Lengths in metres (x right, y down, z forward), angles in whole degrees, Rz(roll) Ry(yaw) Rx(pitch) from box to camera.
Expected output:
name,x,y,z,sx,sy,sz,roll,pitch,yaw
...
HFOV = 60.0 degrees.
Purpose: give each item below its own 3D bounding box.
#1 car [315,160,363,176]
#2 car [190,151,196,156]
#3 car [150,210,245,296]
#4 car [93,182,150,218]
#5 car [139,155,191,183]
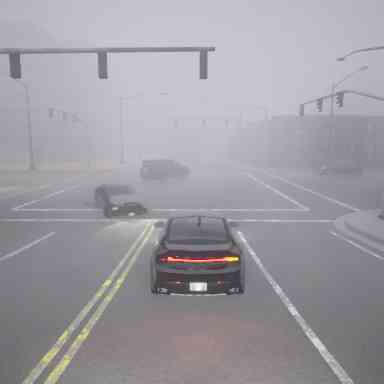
name,x,y,z,sx,sy,sz,roll,pitch,yaw
car,15.666,-2.657,35.555,4.553,1.767,2.097,0,8,0
car,0.284,-10.453,89.592,2.033,1.411,5.357,0,8,0
car,0.115,1.200,8.071,1.837,1.490,4.892,0,4,0
car,-3.837,0.263,17.228,2.033,1.411,5.357,-4,9,-26
car,-2.483,-2.029,30.471,2.150,2.045,5.566,7,11,32
